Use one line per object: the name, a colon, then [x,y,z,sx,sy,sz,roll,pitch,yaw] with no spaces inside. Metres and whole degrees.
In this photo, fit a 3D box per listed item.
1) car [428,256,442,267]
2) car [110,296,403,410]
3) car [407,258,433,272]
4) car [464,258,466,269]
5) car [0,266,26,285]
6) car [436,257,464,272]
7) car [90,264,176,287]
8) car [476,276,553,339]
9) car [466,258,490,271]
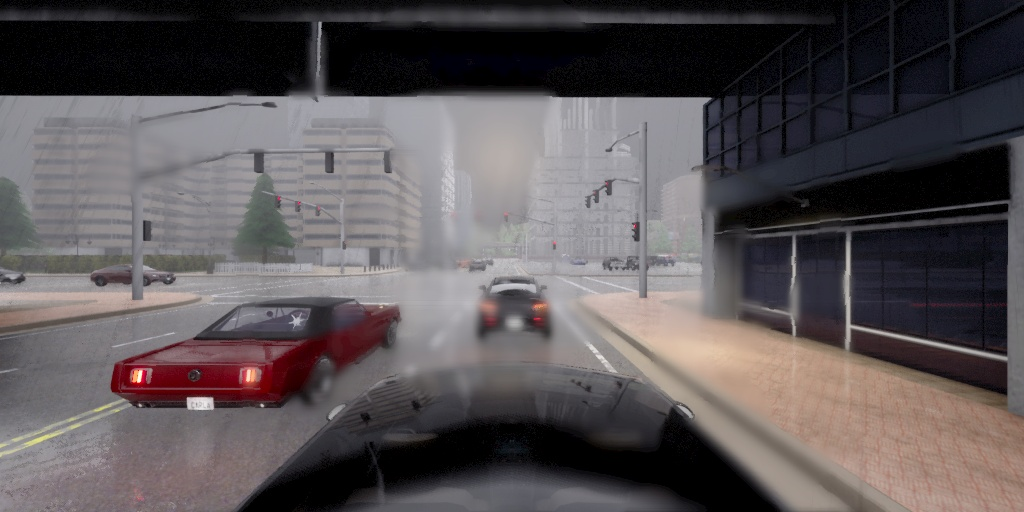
car: [-11.666,0.971,53.929,2.150,2.045,5.566,0,0,-1]
car: [-3.441,1.351,6.201,1.895,1.301,4.718,0,0,0]
car: [-11.589,1.314,44.572,1.994,1.385,4.181,0,0,0]
car: [-8.183,1.102,56.280,2.097,1.767,4.553,0,0,0]
car: [-36.064,1.241,24.186,4.902,1.511,2.128,0,0,0]
car: [-8.115,1.241,47.368,2.128,1.511,4.902,0,0,0]
car: [-25.578,1.276,24.253,4.674,1.442,1.812,0,0,0]
car: [0.070,1.276,9.967,1.812,1.442,4.674,0,0,0]
car: [-4.442,1.241,47.703,2.128,1.511,4.902,0,0,0]
